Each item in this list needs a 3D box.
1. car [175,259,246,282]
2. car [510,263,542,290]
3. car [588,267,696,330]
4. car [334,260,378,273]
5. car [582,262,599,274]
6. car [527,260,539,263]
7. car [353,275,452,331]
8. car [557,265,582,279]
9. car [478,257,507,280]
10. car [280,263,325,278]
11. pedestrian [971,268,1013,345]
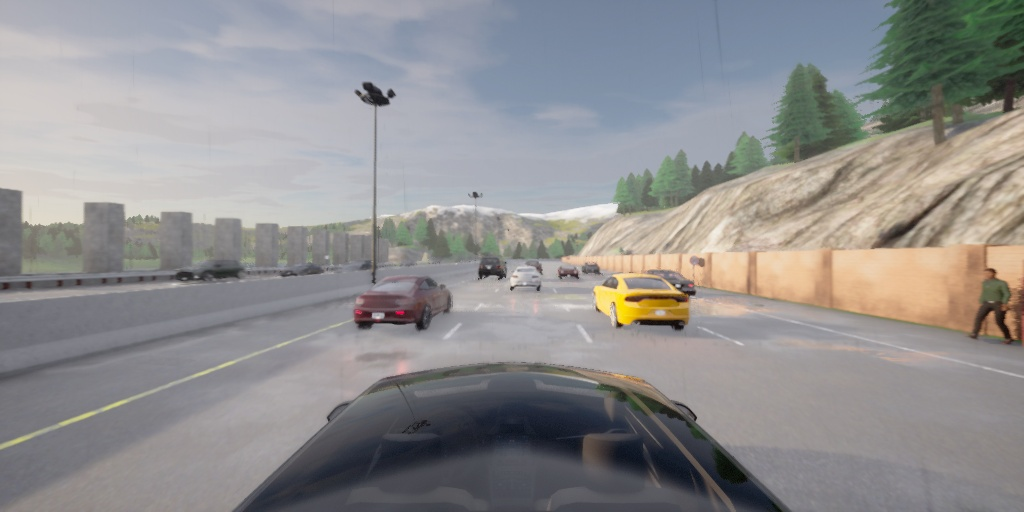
[{"bbox_3d":[-23.375,1.056,27.981,2.097,1.767,4.553,0,0,4],"label":"car"},{"bbox_3d":[0.937,1.386,23.244,1.812,1.442,4.674,0,0,5],"label":"car"},{"bbox_3d":[3.898,1.299,11.595,1.882,1.535,5.008,0,0,3],"label":"car"},{"bbox_3d":[-12.736,1.295,29.551,1.837,1.490,4.892,0,-1,4],"label":"car"},{"bbox_3d":[9.813,1.506,45.063,2.128,1.511,4.902,0,0,5],"label":"car"},{"bbox_3d":[2.540,1.319,43.168,2.097,1.767,4.553,0,0,6],"label":"car"},{"bbox_3d":[-3.148,1.296,11.042,1.812,1.442,4.674,0,0,3],"label":"car"},{"bbox_3d":[5.449,1.540,35.327,1.895,1.301,4.718,0,0,5],"label":"car"},{"bbox_3d":[-1.746,1.103,33.377,2.150,2.045,5.566,0,0,5],"label":"car"},{"bbox_3d":[-19.454,1.322,33.496,1.994,1.385,4.181,0,0,5],"label":"car"},{"bbox_3d":[11.417,1.154,8.532,0.375,1.860,0.375,0,0,3],"label":"pedestrian"}]
